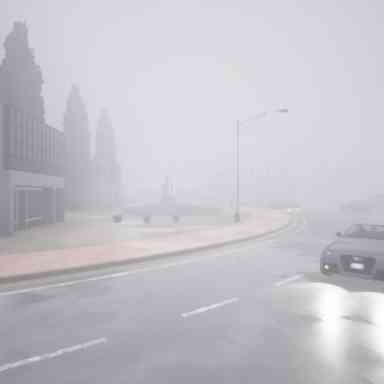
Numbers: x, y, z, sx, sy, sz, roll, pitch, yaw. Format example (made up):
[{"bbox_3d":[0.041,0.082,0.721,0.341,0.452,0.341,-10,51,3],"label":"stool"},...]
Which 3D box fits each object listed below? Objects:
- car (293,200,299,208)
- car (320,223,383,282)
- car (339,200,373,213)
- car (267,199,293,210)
[{"bbox_3d":[14.671,1.758,50.743,1.994,1.385,4.181,0,0,-5],"label":"car"},{"bbox_3d":[5.221,1.602,9.534,1.994,1.385,4.181,0,0,39],"label":"car"},{"bbox_3d":[19.226,1.642,39.145,2.128,1.511,4.902,0,0,-3],"label":"car"},{"bbox_3d":[11.584,1.668,45.164,1.812,1.442,4.674,0,0,-4],"label":"car"}]
